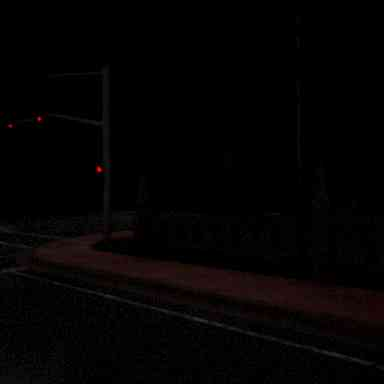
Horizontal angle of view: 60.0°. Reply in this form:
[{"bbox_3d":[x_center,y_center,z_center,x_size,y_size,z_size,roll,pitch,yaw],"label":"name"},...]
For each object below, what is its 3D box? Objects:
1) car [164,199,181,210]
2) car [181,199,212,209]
[{"bbox_3d":[-1.740,1.745,44.926,1.882,1.535,5.008,-1,-1,36],"label":"car"},{"bbox_3d":[1.200,1.726,43.018,2.128,1.511,4.902,-1,0,36],"label":"car"}]
